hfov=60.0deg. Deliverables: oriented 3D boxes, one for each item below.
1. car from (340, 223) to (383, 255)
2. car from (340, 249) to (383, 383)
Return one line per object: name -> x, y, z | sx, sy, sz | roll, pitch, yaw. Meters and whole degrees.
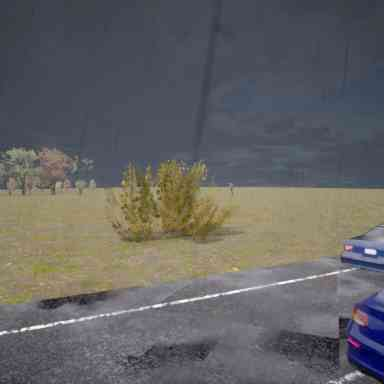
car -> 6.599, 1.549, 9.790 | 5.357, 1.411, 2.033 | 0, 0, -33
car -> 3.985, 1.526, 4.240 | 4.674, 1.442, 1.812 | 0, 0, -28
